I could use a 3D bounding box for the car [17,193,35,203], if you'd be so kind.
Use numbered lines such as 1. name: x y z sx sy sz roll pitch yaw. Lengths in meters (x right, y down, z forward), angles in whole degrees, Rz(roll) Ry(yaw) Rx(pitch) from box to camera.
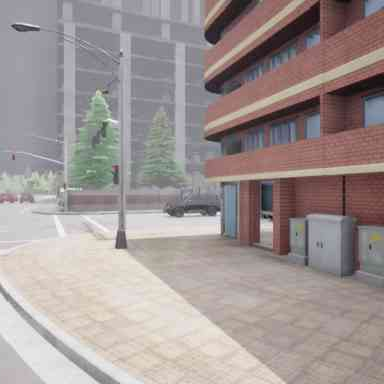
1. car: -34.564 1.225 69.562 2.150 2.045 5.566 0 0 -23

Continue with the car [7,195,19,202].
1. car: -42.064 1.540 78.341 2.033 1.411 5.357 0 0 -23

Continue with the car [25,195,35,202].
1. car: -38.677 1.524 79.316 1.812 1.442 4.674 0 0 -23

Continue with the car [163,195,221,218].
1. car: 0.122 1.277 31.354 5.566 2.045 2.150 0 0 -22

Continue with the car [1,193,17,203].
1. car: -37.932 1.225 68.542 2.150 2.045 5.566 0 0 -23
